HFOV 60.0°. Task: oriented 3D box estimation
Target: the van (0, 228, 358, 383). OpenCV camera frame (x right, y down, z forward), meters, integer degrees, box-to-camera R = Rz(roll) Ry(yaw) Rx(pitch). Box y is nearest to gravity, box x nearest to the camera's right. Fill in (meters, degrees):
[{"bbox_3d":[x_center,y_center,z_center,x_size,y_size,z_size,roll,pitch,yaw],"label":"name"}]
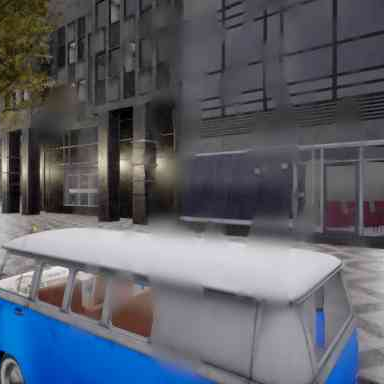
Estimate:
[{"bbox_3d":[-0.500,1.341,3.321,3.998,1.788,1.690,0,0,36],"label":"van"}]
